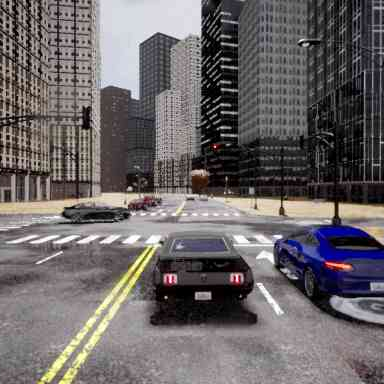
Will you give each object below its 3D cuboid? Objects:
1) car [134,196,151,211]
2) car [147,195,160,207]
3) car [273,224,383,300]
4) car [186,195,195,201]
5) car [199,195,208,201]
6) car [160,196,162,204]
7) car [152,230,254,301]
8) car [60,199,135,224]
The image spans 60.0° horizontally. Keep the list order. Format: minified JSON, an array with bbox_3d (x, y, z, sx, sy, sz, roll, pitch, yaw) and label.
[{"bbox_3d":[-6.533,1.530,40.329,1.994,1.385,4.181,0,0,0],"label":"car"},{"bbox_3d":[-6.516,1.299,50.577,2.097,1.767,4.553,0,0,0],"label":"car"},{"bbox_3d":[3.354,1.523,8.232,1.812,1.442,4.674,0,0,1],"label":"car"},{"bbox_3d":[-0.422,1.469,80.421,1.895,1.301,4.718,0,0,-4],"label":"car"},{"bbox_3d":[2.827,1.397,80.534,1.812,1.442,4.674,0,0,-4],"label":"car"},{"bbox_3d":[-6.498,1.416,60.868,2.128,1.511,4.902,0,0,0],"label":"car"},{"bbox_3d":[0.112,1.598,8.264,1.895,1.301,4.718,0,0,-2],"label":"car"},{"bbox_3d":[-7.031,1.452,24.430,4.902,1.511,2.128,0,1,-19],"label":"car"}]
